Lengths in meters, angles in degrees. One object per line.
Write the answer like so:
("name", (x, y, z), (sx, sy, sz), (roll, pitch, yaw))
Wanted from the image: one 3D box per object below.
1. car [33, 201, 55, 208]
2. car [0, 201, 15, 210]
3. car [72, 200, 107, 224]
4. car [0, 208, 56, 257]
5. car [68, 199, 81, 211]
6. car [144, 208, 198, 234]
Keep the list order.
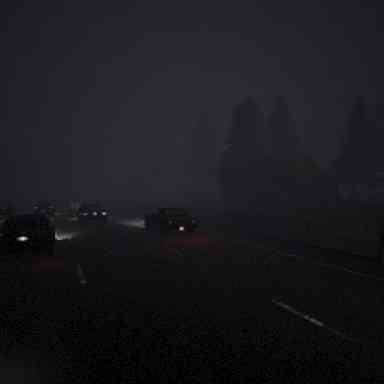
("car", (-14.074, 1.579, 31.623), (1.812, 1.442, 4.674), (0, -1, -22))
("car", (-17.316, 1.576, 30.308), (1.812, 1.442, 4.674), (0, -1, -22))
("car", (-7.581, 1.554, 25.015), (2.033, 1.411, 5.357), (0, 0, -22))
("car", (-6.403, 1.532, 12.929), (1.994, 1.385, 4.181), (0, 0, -22))
("car", (-14.685, 1.641, 42.335), (1.812, 1.442, 4.674), (0, -1, -22))
("car", (-1.389, 1.581, 19.150), (1.895, 1.301, 4.718), (0, 0, -22))
